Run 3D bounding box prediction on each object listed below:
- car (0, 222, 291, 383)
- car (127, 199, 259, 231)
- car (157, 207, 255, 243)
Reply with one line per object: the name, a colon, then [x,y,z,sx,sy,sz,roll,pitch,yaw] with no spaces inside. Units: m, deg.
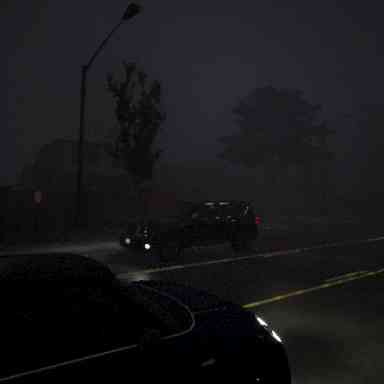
car: [-1.218,1.357,2.876,4.553,1.767,2.097,1,0,-36]
car: [0.121,1.298,12.679,5.566,2.045,2.150,1,0,-36]
car: [0.824,1.603,17.479,4.902,1.511,2.128,1,0,-36]
